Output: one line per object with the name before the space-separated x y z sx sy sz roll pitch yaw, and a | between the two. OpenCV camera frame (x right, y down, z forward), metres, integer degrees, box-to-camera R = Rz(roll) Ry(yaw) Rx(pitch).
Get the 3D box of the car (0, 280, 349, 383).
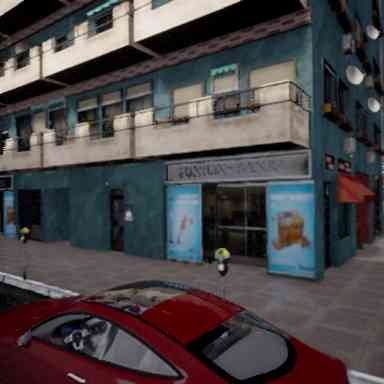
car | -0.638 1.593 3.338 4.206 1.307 1.802 0 -1 35
